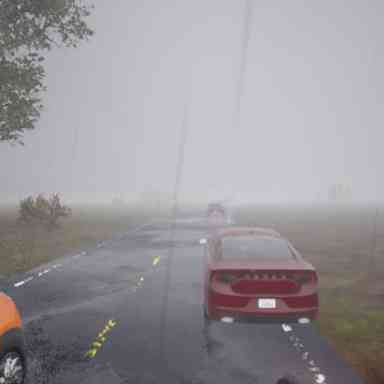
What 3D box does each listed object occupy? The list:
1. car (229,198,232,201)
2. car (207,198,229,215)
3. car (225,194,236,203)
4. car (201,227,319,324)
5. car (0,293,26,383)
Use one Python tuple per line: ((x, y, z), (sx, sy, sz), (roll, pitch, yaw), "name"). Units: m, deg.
((4.087, 1.846, 46.050), (1.895, 1.301, 4.718), (0, 0, 11), "car")
((2.706, 1.702, 36.240), (1.837, 1.490, 4.892), (0, 0, 8), "car")
((9.429, 1.571, 81.696), (2.150, 2.045, 5.566), (0, 0, 17), "car")
((1.200, 1.521, 7.422), (1.882, 1.535, 5.008), (0, 0, 2), "car")
((-2.887, 1.365, 1.716), (2.097, 1.767, 4.553), (0, 0, 1), "car")
